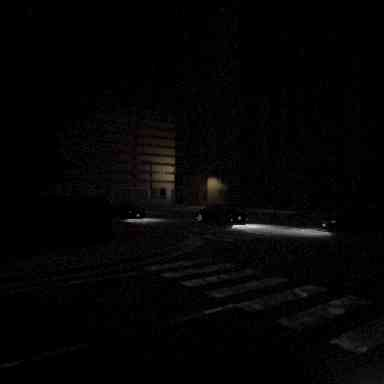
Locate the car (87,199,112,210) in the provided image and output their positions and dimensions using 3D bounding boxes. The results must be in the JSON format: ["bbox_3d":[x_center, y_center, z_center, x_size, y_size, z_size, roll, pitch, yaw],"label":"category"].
[{"bbox_3d":[-12.936,1.667,46.177,1.895,1.301,4.718,0,0,-35],"label":"car"}]

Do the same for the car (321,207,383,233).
[{"bbox_3d":[9.968,1.595,19.468,4.674,1.442,1.812,-1,0,-5],"label":"car"}]

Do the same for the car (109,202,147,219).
[{"bbox_3d":[-6.103,1.611,30.428,2.033,1.411,5.357,0,0,-35],"label":"car"}]

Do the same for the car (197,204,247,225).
[{"bbox_3d":[2.165,1.629,24.852,1.994,1.385,4.181,0,0,-35],"label":"car"}]
